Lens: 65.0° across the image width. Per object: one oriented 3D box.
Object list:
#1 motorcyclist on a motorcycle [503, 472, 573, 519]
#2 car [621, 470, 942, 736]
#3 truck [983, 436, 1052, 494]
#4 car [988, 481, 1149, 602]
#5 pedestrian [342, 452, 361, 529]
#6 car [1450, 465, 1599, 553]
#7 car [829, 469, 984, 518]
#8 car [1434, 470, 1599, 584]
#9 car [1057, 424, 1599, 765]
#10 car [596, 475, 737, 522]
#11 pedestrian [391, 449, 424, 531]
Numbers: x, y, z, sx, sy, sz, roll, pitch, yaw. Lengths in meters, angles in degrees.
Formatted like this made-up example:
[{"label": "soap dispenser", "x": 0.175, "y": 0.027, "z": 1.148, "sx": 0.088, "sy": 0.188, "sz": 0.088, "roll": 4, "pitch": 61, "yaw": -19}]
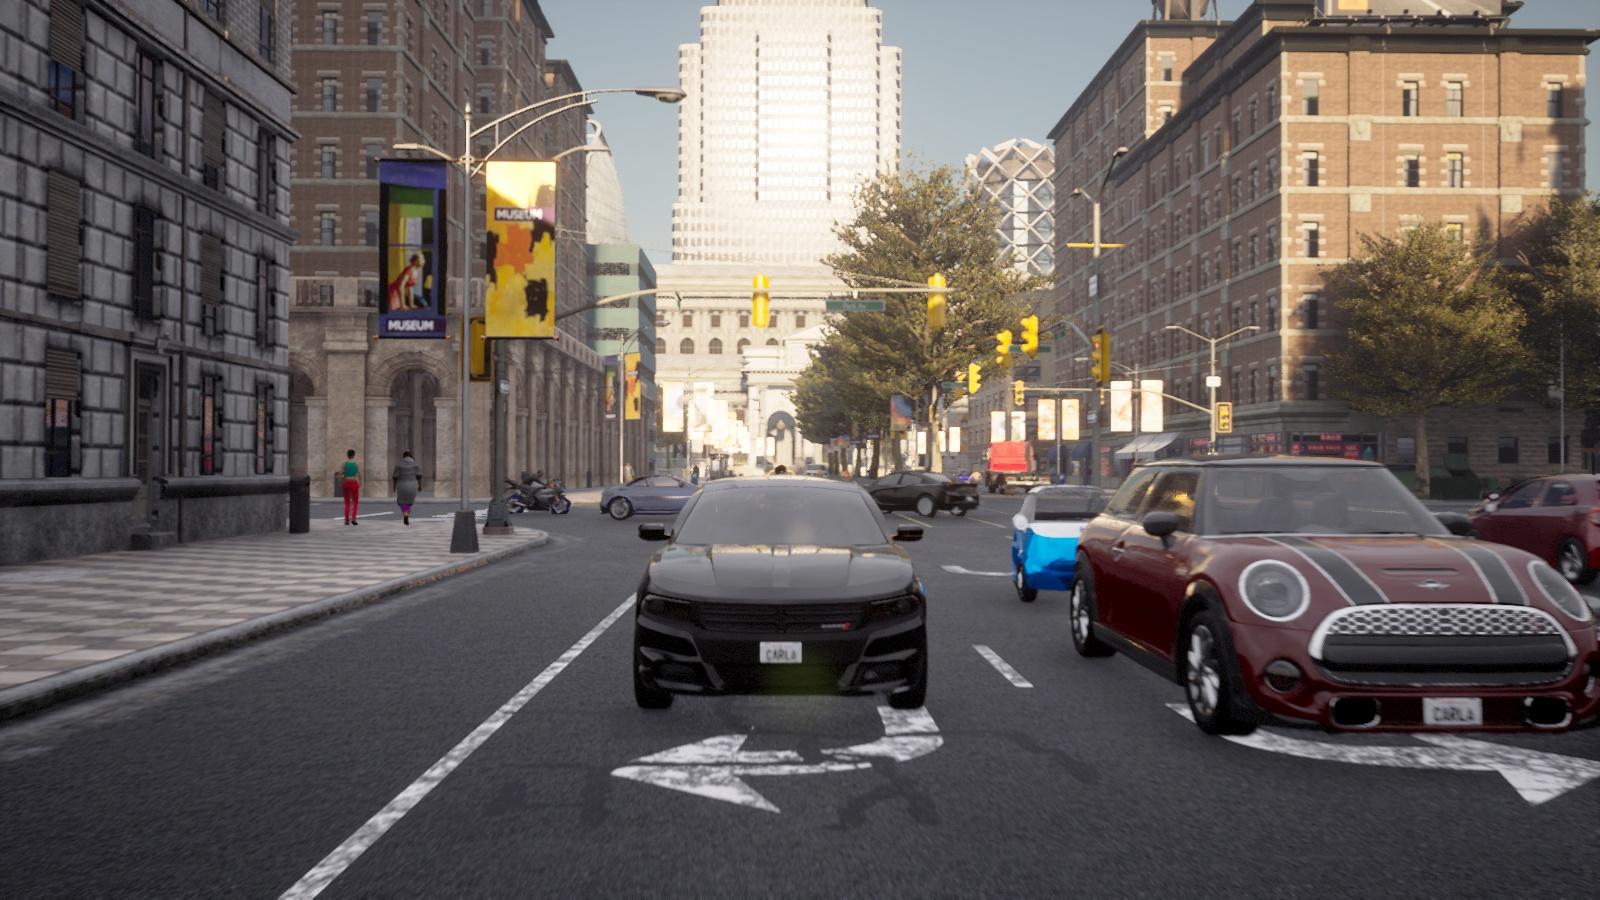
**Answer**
[{"label": "motorcyclist on a motorcycle", "x": -8.739, "y": 1.511, "z": 41.952, "sx": 2.191, "sy": 1.530, "sz": 0.866, "roll": 0, "pitch": -1, "yaw": -1}, {"label": "car", "x": -0.148, "y": 0.937, "z": 9.888, "sx": 1.882, "sy": 1.535, "sz": 5.008, "roll": 0, "pitch": -1, "yaw": -1}, {"label": "truck", "x": 13.728, "y": 0.960, "z": 79.961, "sx": 2.891, "sy": 3.462, "sz": 7.936, "roll": 0, "pitch": -1, "yaw": -1}, {"label": "car", "x": 3.261, "y": 1.084, "z": 15.563, "sx": 1.481, "sy": 1.376, "sz": 2.207, "roll": 0, "pitch": -1, "yaw": -1}, {"label": "pedestrian", "x": -10.805, "y": 0.967, "z": 30.246, "sx": 0.345, "sy": 1.836, "sz": 0.594, "roll": 0, "pitch": -1, "yaw": -12}, {"label": "car", "x": 14.595, "y": 1.050, "z": 23.929, "sx": 2.007, "sy": 1.525, "sz": 4.514, "roll": 0, "pitch": -1, "yaw": -1}, {"label": "car", "x": 3.479, "y": 1.394, "z": 41.642, "sx": 5.008, "sy": 1.535, "sz": 1.882, "roll": -1, "pitch": -1, "yaw": 43}, {"label": "car", "x": 11.215, "y": 1.051, "z": 18.504, "sx": 1.845, "sy": 1.501, "sz": 3.633, "roll": 0, "pitch": -1, "yaw": -1}, {"label": "car", "x": 3.368, "y": 0.787, "z": 8.846, "sx": 2.097, "sy": 1.767, "sz": 4.553, "roll": 0, "pitch": -1, "yaw": -1}, {"label": "car", "x": -4.041, "y": 1.468, "z": 38.542, "sx": 4.181, "sy": 1.385, "sz": 1.994, "roll": 0, "pitch": -1, "yaw": -3}, {"label": "pedestrian", "x": -9.606, "y": 0.969, "z": 30.750, "sx": 0.659, "sy": 1.952, "sz": 0.873, "roll": 0, "pitch": -1, "yaw": -25}]
